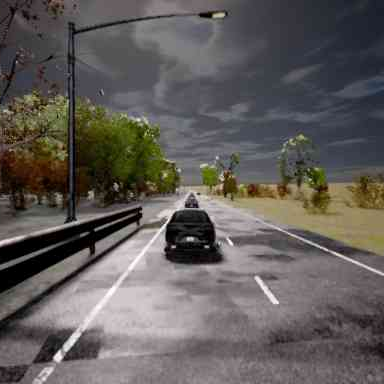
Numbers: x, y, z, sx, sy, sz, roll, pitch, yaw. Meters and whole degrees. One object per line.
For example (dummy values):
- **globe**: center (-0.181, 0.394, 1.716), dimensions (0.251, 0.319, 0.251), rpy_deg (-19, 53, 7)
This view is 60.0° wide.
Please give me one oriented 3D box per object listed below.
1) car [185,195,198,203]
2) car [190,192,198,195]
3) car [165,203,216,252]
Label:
- **car**: center (-0.052, 1.521, 48.799), dimensions (1.895, 1.301, 4.718), rpy_deg (0, 0, 0)
- **car**: center (-0.043, 1.395, 81.362), dimensions (1.994, 1.385, 4.181), rpy_deg (0, 0, 0)
- **car**: center (-0.059, 1.461, 13.909), dimensions (1.882, 1.535, 5.008), rpy_deg (0, 0, 0)
